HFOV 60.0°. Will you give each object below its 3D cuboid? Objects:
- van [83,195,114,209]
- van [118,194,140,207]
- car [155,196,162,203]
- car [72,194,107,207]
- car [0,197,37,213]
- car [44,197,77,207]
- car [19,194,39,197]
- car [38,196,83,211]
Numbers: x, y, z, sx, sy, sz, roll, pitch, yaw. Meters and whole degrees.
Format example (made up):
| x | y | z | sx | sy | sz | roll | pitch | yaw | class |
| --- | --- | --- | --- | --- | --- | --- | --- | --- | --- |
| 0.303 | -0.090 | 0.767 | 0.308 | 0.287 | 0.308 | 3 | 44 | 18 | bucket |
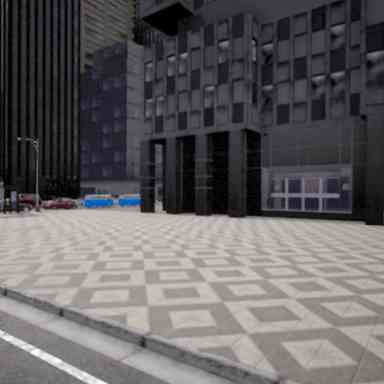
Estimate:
| x | y | z | sx | sy | sz | roll | pitch | yaw | class |
| --- | --- | --- | --- | --- | --- | --- | --- | --- | --- |
| -11.972 | 1.246 | 43.022 | 1.690 | 1.788 | 3.998 | 0 | 0 | 35 | van |
| -8.677 | 1.244 | 47.645 | 1.690 | 1.788 | 3.998 | 0 | 0 | 35 | van |
| -4.967 | 1.267 | 62.780 | 1.882 | 1.535 | 5.008 | 0 | 0 | 35 | car |
| -15.008 | 1.224 | 48.847 | 2.097 | 1.767 | 4.553 | 0 | 0 | 36 | car |
| -18.563 | 1.462 | 33.775 | 2.008 | 1.369 | 4.403 | 0 | 0 | 35 | car |
| -18.916 | 1.441 | 47.969 | 1.802 | 1.307 | 4.206 | 0 | 0 | 35 | car |
| -22.210 | 1.177 | 43.344 | 2.192 | 1.841 | 5.009 | 0 | 0 | 35 | car |
| -15.268 | 1.490 | 38.399 | 1.802 | 1.307 | 4.206 | 0 | 0 | 35 | car |
